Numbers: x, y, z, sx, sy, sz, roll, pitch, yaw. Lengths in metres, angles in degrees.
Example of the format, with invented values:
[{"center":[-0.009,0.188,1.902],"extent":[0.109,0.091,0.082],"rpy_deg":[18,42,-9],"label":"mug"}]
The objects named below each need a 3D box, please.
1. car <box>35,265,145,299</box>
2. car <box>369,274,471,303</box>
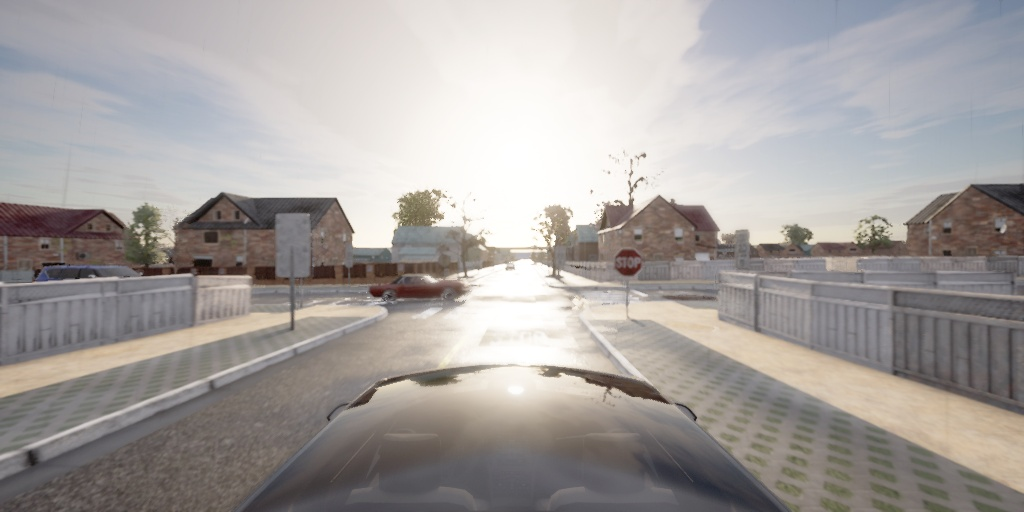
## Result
[{"center":[-21.175,1.479,18.574],"extent":[5.566,2.045,2.150],"rpy_deg":[-1,1,3],"label":"car"},{"center":[-4.439,1.548,17.835],"extent":[4.718,1.301,1.895],"rpy_deg":[-2,0,3],"label":"car"}]
